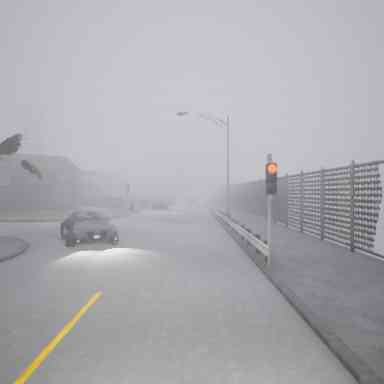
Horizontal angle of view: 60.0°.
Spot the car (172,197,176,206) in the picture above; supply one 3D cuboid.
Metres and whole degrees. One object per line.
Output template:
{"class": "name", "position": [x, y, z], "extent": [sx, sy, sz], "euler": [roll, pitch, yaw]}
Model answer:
{"class": "car", "position": [-4.041, 1.523, 52.496], "extent": [1.837, 1.490, 4.892], "euler": [0, 0, 0]}

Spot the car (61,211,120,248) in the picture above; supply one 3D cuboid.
{"class": "car", "position": [-4.614, 1.569, 14.803], "extent": [1.994, 1.385, 4.181], "euler": [1, 0, -27]}

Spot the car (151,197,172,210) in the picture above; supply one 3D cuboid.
{"class": "car", "position": [-4.058, 1.493, 42.778], "extent": [1.882, 1.535, 5.008], "euler": [0, 0, 0]}

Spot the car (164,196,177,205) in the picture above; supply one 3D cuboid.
{"class": "car", "position": [-3.999, 1.569, 62.952], "extent": [2.033, 1.411, 5.357], "euler": [0, 0, 0]}

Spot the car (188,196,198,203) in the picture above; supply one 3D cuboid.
{"class": "car", "position": [0.168, 1.571, 67.996], "extent": [2.033, 1.411, 5.357], "euler": [0, 0, -1]}

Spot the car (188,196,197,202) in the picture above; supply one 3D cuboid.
{"class": "car", "position": [0.074, 1.567, 78.624], "extent": [2.033, 1.411, 5.357], "euler": [0, 0, 0]}

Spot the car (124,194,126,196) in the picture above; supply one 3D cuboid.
{"class": "car", "position": [-17.204, 1.161, 78.224], "extent": [3.633, 1.501, 1.845], "euler": [0, 0, 0]}
